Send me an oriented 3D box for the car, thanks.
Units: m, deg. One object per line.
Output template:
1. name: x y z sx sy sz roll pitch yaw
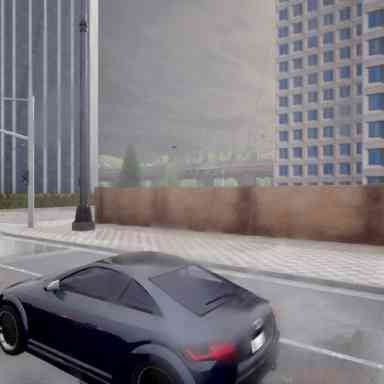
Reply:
1. car: -0.946 1.564 4.677 4.181 1.385 1.994 0 0 35
